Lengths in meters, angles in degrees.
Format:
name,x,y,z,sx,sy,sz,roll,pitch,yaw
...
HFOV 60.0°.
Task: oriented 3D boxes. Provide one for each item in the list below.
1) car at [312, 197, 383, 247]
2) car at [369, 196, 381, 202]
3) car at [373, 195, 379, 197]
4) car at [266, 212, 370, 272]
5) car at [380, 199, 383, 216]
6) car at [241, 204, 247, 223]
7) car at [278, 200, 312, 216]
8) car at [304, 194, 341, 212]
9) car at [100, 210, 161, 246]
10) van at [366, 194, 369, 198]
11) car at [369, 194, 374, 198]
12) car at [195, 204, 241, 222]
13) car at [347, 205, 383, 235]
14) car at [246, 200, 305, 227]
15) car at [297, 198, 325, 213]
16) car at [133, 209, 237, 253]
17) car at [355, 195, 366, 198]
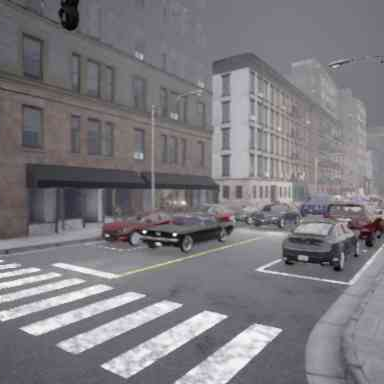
name,x,y,z,sx,sy,sz,roll,pitch,yaw
car,7.469,1.348,15.337,2.192,1.841,5.009,0,0,36
car,44.954,1.594,81.629,1.887,1.381,4.507,0,0,36
car,28.045,1.551,48.509,1.837,1.490,4.892,0,0,36
car,4.325,1.582,10.935,2.008,1.369,4.403,0,0,36
car,20.044,1.482,32.945,1.967,1.590,4.097,0,0,36
car,4.083,1.573,24.404,2.008,1.369,4.403,0,0,36
car,10.370,1.571,33.207,1.887,1.381,4.507,0,0,36
car,11.787,1.252,30.802,2.150,2.045,5.566,0,0,35
car,-2.205,1.563,15.599,1.887,1.381,4.507,0,0,36
van,32.378,1.385,64.021,1.690,1.788,3.998,0,0,36
car,35.522,1.591,68.423,1.887,1.381,4.507,0,0,36
car,0.938,1.461,20.001,1.967,1.590,4.097,0,0,36
car,10.712,1.561,19.877,1.752,1.417,4.829,0,0,36
car,5.750,1.531,22.377,1.837,1.490,4.892,0,0,36
car,13.514,1.469,37.609,1.967,1.590,4.097,0,0,36
car,-0.070,1.624,14.221,1.895,1.301,4.718,0,0,33
car,29.234,1.608,59.619,1.947,1.339,4.313,0,0,36
